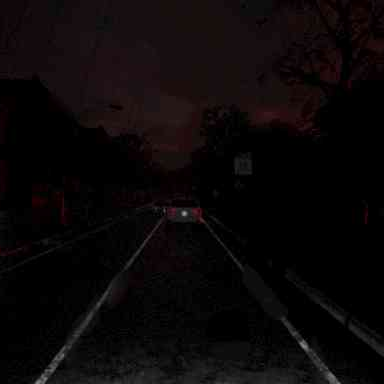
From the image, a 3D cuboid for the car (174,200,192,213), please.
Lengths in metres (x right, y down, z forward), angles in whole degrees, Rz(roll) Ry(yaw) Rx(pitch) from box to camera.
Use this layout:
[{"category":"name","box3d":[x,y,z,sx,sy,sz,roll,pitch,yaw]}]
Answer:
[{"category":"car","box3d":[-1.132,1.754,41.033,2.033,1.411,5.357,0,0,-2]}]

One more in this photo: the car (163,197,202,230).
[{"category":"car","box3d":[-0.529,1.336,22.159,2.150,2.045,5.566,0,0,-2]}]

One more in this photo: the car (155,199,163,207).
[{"category":"car","box3d":[-5.293,1.883,56.584,1.895,1.301,4.718,0,0,-1]}]
